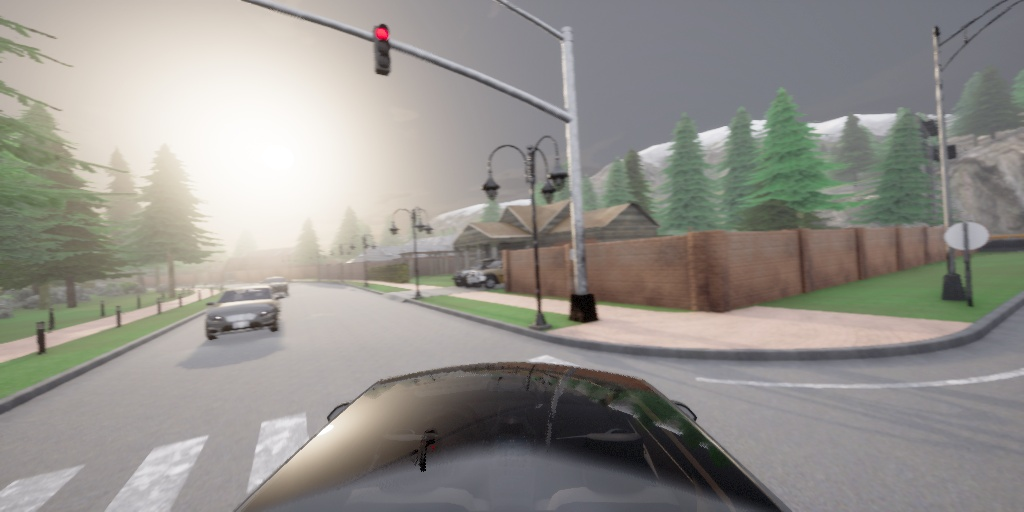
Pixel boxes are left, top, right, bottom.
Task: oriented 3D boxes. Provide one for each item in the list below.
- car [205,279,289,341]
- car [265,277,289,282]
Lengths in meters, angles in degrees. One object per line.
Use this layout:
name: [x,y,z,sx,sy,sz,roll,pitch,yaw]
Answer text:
car: [-9.239,1.827,12.617,2.128,1.511,4.902,-3,0,-31]
car: [-20.268,2.547,30.701,1.882,1.535,5.008,-3,0,-32]
